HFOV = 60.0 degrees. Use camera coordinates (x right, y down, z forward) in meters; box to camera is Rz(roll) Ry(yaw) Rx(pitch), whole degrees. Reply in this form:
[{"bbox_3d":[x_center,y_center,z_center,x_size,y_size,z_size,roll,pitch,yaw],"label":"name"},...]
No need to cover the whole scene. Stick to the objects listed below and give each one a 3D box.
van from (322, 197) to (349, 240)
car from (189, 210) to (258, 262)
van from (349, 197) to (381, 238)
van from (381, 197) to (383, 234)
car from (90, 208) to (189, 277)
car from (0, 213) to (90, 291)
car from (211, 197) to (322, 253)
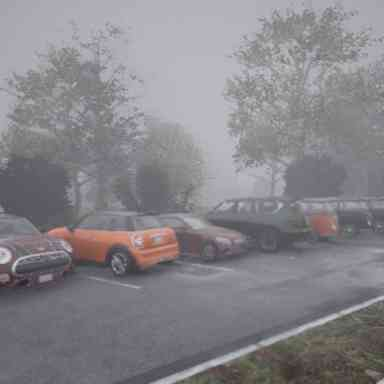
[{"bbox_3d":[4.671,1.267,15.604,4.442,1.987,1.878,-1,-1,34],"label":"van"},{"bbox_3d":[-0.263,1.538,12.200,4.674,1.452,2.002,-1,-1,34],"label":"car"},{"bbox_3d":[7.089,1.265,17.340,4.442,1.987,1.878,-1,-1,34],"label":"van"},{"bbox_3d":[9.508,1.264,19.078,4.442,1.987,1.878,-1,-1,34],"label":"van"},{"bbox_3d":[-2.661,1.373,10.443,4.553,1.767,2.185,-1,0,34],"label":"car"},{"bbox_3d":[-5.129,1.375,8.752,4.553,1.767,2.185,-1,-1,34],"label":"car"},{"bbox_3d":[2.128,1.245,13.948,5.566,2.045,2.435,-1,0,34],"label":"car"}]
